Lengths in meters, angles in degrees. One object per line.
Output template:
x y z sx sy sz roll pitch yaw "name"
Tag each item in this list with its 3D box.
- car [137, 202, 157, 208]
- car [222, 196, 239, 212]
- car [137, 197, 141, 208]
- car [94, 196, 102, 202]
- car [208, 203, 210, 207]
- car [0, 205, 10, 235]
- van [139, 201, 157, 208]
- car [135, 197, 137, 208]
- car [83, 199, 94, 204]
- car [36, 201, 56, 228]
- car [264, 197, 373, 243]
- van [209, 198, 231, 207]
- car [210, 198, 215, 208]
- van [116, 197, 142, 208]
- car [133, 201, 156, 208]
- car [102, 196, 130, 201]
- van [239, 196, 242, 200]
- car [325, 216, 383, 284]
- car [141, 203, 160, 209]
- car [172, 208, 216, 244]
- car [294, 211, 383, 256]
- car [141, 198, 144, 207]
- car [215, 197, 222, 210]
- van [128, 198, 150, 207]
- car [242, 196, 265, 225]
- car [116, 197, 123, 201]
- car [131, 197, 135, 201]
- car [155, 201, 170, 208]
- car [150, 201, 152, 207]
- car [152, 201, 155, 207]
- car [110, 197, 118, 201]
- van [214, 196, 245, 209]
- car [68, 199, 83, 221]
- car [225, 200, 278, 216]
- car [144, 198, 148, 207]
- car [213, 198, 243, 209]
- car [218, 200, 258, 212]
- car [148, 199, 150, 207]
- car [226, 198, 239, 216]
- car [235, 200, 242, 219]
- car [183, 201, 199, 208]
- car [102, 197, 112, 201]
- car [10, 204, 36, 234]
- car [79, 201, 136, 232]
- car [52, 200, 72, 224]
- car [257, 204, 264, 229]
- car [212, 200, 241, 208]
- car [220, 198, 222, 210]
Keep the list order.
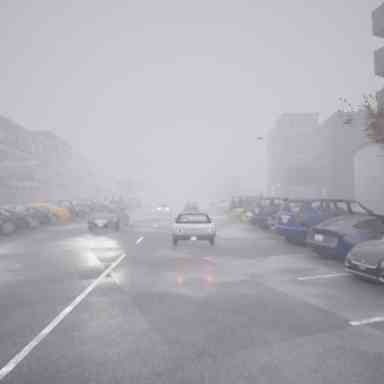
-11.564 3.310 85.543 4.892 1.521 2.231 0 -4 -20 "car"
6.255 1.397 32.676 5.566 2.045 2.435 1 -1 -20 "car"
-11.641 2.081 56.285 4.792 1.488 2.163 0 -2 -20 "car"
-11.558 1.512 32.808 4.553 1.767 2.185 -1 0 -20 "car"
6.177 2.252 62.593 4.792 1.488 2.163 1 -2 -20 "car"
-11.433 1.540 15.195 5.008 1.535 2.097 -1 -1 -21 "car"
-11.644 3.303 88.435 4.442 1.987 1.878 1 -4 -20 "van"
-11.637 1.851 53.346 4.553 1.767 2.185 0 -1 -20 "car"
-11.569 1.653 29.874 4.674 1.452 2.002 -1 -1 -20 "car"
-11.480 1.567 21.063 4.892 1.521 2.231 -1 0 -20 "car"
6.364 1.308 14.677 5.566 2.045 2.435 1 -1 -20 "car"
6.063 2.291 71.523 4.442 1.987 1.878 1 -3 -20 "van"
5.979 1.911 50.545 5.366 1.575 1.946 1 -1 -20 "car"
-11.776 1.988 62.101 4.442 1.987 1.878 0 -2 -20 "van"
-11.752 3.102 82.557 5.366 1.575 1.946 0 -4 -20 "car"
-11.676 1.546 44.526 5.566 2.045 2.435 -1 -1 -20 "car"
6.384 1.384 26.718 4.442 1.987 1.878 1 -1 -20 "van"
6.305 1.535 8.640 4.892 1.521 2.231 1 0 -19 "car"
-11.496 3.770 91.370 4.892 1.521 2.231 1 -4 -19 "car"
0.057 1.669 16.241 1.895 1.301 4.718 0 0 0 "car"
6.345 1.576 11.660 4.792 1.488 2.163 1 -1 -20 "car"
-11.674 2.129 59.202 5.008 1.535 2.097 0 -2 -20 "car"
6.006 1.747 41.573 5.366 1.575 1.946 1 -1 -20 "car"
-11.744 2.399 73.826 4.442 1.987 1.878 0 -2 -20 "van"
6.352 1.332 20.696 5.566 2.045 2.435 1 -1 -20 "car"
-11.809 1.745 41.541 5.366 1.575 1.946 -1 -1 -20 "car"
-11.656 1.913 50.405 4.892 1.521 2.231 0 -1 -20 "car"
-5.280 2.338 62.401 1.895 1.301 4.718 0 -2 1 "car"
-11.616 2.533 70.938 4.792 1.488 2.163 0 -2 -20 "car"
-11.624 2.765 76.783 5.008 1.535 2.097 0 -3 -20 "car"
-11.627 1.706 38.669 5.008 1.535 2.097 -1 -1 -20 "car"
6.041 1.755 53.565 4.442 1.987 1.878 1 -1 -20 "van"
-11.514 1.468 26.942 4.553 1.767 2.185 -1 0 -20 "car"
6.384 1.677 35.718 5.366 1.575 1.946 1 -1 -20 "car"
-11.664 2.344 65.068 4.674 1.452 2.002 0 -2 -20 "car"
6.116 1.931 56.594 4.553 1.767 2.185 1 -2 -20 "car"
6.140 1.832 44.614 4.792 1.488 2.163 1 -1 -20 "car"
-11.657 2.440 68.005 4.674 1.452 2.002 0 -2 -20 "car"
6.074 1.620 29.604 5.366 1.575 1.946 1 0 -20 "car"
6.125 1.589 23.612 5.366 1.575 1.946 1 0 -20 "car"
-0.111 1.794 40.560 2.033 1.411 5.357 0 -1 0 "car"
-11.598 1.668 35.738 5.008 1.535 2.097 -1 0 -20 "car"
-11.453 1.554 18.130 4.892 1.521 2.231 -1 0 -21 "car"
-5.166 1.583 21.108 2.128 1.511 4.902 0 0 -1 "car"
-11.510 1.579 24.000 5.008 1.535 2.097 -1 0 -20 "car"
6.334 1.572 17.679 4.892 1.521 2.231 1 -1 -20 "car"
6.141 2.176 59.589 4.674 1.452 2.002 1 -2 -20 "car"
6.366 1.713 38.710 5.366 1.575 1.946 1 -1 -20 "car"
